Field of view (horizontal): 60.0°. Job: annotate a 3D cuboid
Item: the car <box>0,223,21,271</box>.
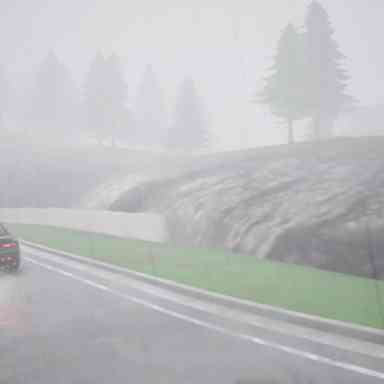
[{"bbox_3d":[-6.954,1.624,10.433,1.837,1.490,4.892,0,0,-44],"label":"car"}]
